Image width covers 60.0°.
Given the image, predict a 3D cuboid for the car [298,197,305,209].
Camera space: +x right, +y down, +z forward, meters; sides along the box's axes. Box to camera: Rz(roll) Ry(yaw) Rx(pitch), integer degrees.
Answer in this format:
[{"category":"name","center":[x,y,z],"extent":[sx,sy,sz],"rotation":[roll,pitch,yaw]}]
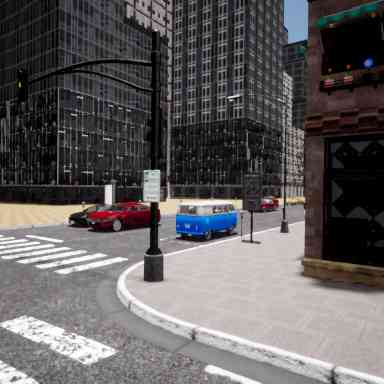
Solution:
[{"category":"car","center":[15.655,1.429,42.299],"extent":[2.128,1.511,4.902],"rotation":[1,1,36]}]

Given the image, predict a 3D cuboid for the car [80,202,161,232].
[{"category":"car","center":[-3.974,1.418,20.209],"extent":[1.882,1.535,5.008],"rotation":[1,1,34]}]

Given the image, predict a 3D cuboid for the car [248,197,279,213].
[{"category":"car","center":[7.778,1.505,36.660],"extent":[1.895,1.301,4.718],"rotation":[1,1,36]}]

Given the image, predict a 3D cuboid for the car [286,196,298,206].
[{"category":"car","center":[16.447,1.364,53.271],"extent":[1.752,1.417,4.829],"rotation":[1,1,36]}]

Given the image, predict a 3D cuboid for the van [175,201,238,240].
[{"category":"van","center":[0.862,1.368,17.019],"extent":[1.690,1.788,3.998],"rotation":[1,1,36]}]

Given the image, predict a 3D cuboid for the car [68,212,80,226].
[{"category":"car","center":[-5.960,1.467,21.892],"extent":[1.947,1.339,4.313],"rotation":[1,1,36]}]

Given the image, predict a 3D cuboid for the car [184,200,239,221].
[{"category":"car","center":[1.780,1.469,28.268],"extent":[2.033,1.411,5.357],"rotation":[1,1,36]}]
